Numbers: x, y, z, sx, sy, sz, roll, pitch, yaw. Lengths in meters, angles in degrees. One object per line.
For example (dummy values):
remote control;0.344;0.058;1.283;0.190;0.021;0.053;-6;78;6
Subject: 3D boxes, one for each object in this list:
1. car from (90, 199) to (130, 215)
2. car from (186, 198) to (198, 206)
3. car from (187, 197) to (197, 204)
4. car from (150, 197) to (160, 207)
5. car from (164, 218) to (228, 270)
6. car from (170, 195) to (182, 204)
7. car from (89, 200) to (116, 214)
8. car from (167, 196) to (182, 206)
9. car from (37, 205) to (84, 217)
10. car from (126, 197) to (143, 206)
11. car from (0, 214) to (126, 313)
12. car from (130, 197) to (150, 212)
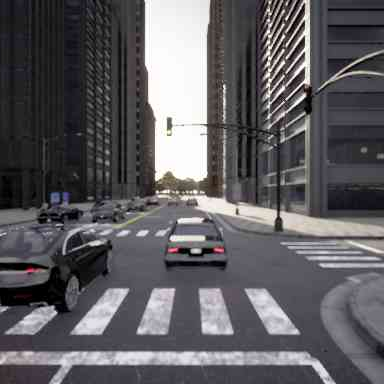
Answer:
car;-6.573;1.566;26.688;1.837;1.490;4.892;0;0;0
car;0.041;1.699;57.051;1.994;1.385;4.181;0;0;0
car;0.048;1.774;67.085;1.895;1.301;4.718;0;0;0
car;-6.500;1.610;55.872;1.882;1.535;5.008;0;0;1
car;0.106;1.574;11.094;2.033;1.411;5.357;0;0;0
car;-3.202;1.526;67.029;2.097;1.767;4.553;0;0;0
car;-9.804;1.610;36.806;1.812;1.442;4.674;0;0;0
car;-3.209;1.682;56.637;2.033;1.411;5.357;0;0;0
car;-9.842;1.658;25.155;1.895;1.301;4.718;0;0;1
car;-9.741;1.612;56.832;1.882;1.535;5.008;0;0;1
car;-3.142;1.510;7.651;2.128;1.511;4.902;0;0;0
car;-6.559;1.597;40.000;1.837;1.490;4.892;0;0;0
